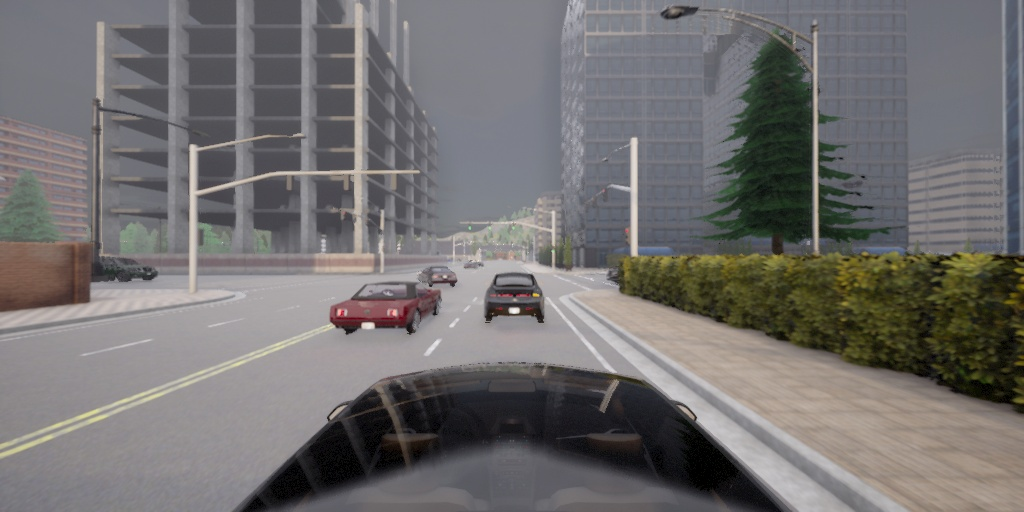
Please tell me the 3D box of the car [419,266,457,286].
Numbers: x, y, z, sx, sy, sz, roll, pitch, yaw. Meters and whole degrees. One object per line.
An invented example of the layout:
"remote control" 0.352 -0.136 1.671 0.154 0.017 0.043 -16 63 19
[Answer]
"car" -5.484 1.418 25.803 2.033 1.411 5.357 0 0 -25

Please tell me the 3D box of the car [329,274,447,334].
"car" -3.427 1.396 10.799 1.895 1.301 4.718 0 0 0

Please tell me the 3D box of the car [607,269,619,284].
"car" 9.405 1.399 26.538 4.674 1.442 1.812 0 -1 -3

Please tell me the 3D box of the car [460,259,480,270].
"car" -7.111 1.612 61.485 1.994 1.385 4.181 0 0 1

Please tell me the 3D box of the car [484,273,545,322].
"car" 0.076 1.309 12.520 1.837 1.490 4.892 0 0 0

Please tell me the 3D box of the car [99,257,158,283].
"car" -32.675 1.113 29.577 5.566 2.045 2.150 0 0 1
